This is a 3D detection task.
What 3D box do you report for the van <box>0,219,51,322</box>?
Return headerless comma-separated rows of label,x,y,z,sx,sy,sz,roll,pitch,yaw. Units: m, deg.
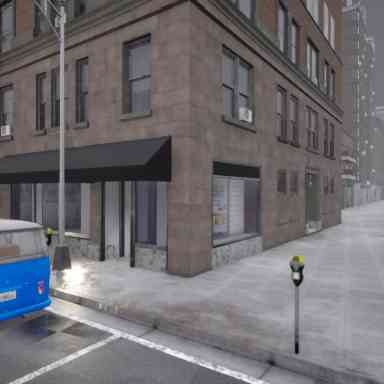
van,-4.308,1.342,6.092,3.998,1.788,1.690,0,0,35
